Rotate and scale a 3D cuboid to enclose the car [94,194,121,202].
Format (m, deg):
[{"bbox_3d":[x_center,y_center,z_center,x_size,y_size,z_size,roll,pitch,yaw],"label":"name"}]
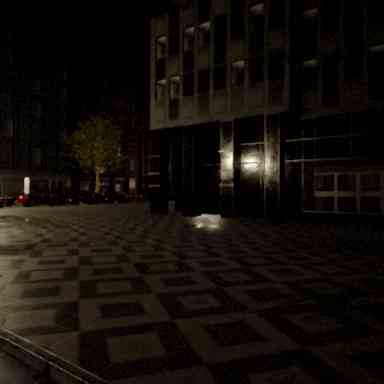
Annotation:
[{"bbox_3d":[-14.161,0.946,55.790,1.802,1.307,4.206,0,0,34],"label":"car"}]

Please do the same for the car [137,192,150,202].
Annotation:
[{"bbox_3d":[-7.096,0.723,55.676,2.097,1.767,4.553,0,0,35],"label":"car"}]

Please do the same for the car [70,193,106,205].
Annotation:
[{"bbox_3d":[-13.491,0.992,41.665,1.947,1.339,4.313,0,0,34],"label":"car"}]

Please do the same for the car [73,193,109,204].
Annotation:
[{"bbox_3d":[-15.008,0.867,49.646,1.882,1.535,5.008,0,0,35],"label":"car"}]

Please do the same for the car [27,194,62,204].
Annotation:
[{"bbox_3d":[-20.526,0.982,46.479,1.802,1.307,4.206,0,0,34],"label":"car"}]

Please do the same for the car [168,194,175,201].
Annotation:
[{"bbox_3d":[-3.944,0.920,55.629,1.887,1.381,4.507,0,0,34],"label":"car"}]

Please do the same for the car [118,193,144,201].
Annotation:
[{"bbox_3d":[-11.074,0.874,60.304,1.752,1.417,4.829,0,0,34],"label":"car"}]

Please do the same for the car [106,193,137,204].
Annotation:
[{"bbox_3d":[-10.309,0.973,46.319,1.947,1.339,4.313,0,0,34],"label":"car"}]

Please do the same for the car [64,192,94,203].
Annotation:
[{"bbox_3d":[-17.344,0.821,51.133,1.967,1.590,4.097,0,0,34],"label":"car"}]

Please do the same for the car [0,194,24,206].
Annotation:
[{"bbox_3d":[-23.709,0.985,41.824,1.947,1.339,4.313,0,0,34],"label":"car"}]

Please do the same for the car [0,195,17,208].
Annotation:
[{"bbox_3d":[-19.856,1.050,32.355,1.802,1.307,4.206,0,0,34],"label":"car"}]

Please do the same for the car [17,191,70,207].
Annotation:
[{"bbox_3d":[-16.672,0.761,37.009,2.192,1.841,5.009,0,0,34],"label":"car"}]
